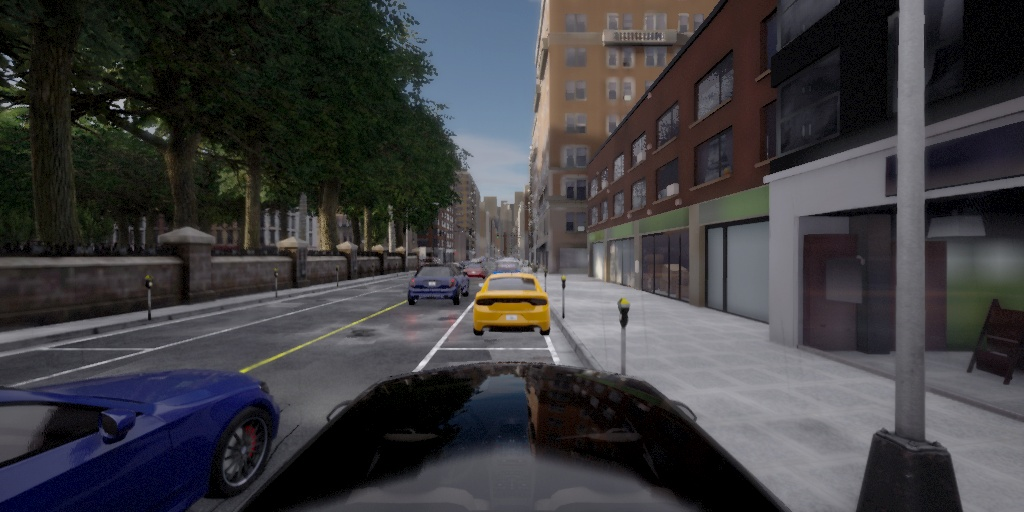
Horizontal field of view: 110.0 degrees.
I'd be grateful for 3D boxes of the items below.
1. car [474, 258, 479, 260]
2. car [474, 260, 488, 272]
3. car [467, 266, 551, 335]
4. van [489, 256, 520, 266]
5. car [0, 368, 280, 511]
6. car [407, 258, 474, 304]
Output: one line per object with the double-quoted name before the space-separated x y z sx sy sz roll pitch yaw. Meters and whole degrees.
"car" -6.145 1.312 49.288 1.994 1.385 4.181 0 0 0
"car" -3.145 1.307 31.289 1.994 1.385 4.181 0 0 0
"car" -0.005 1.225 10.500 1.882 1.535 5.008 0 0 0
"van" -0.289 1.082 21.849 1.690 1.789 3.998 0 0 0
"car" -3.146 1.275 1.500 1.812 1.442 4.674 0 0 0
"car" -3.145 1.112 16.258 2.097 1.767 4.553 0 0 0
